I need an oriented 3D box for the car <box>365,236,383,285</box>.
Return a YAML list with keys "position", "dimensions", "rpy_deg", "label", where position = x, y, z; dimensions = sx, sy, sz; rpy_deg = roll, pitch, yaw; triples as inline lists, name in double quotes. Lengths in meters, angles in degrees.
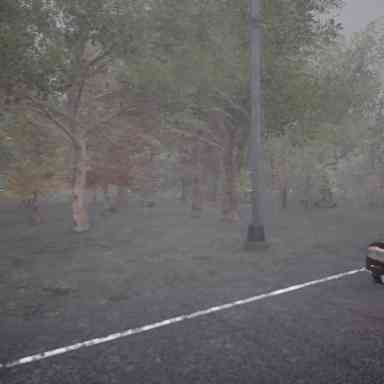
- position: [6.162, 1.451, 8.142]
  dimensions: [4.902, 1.511, 2.128]
  rpy_deg: [0, 0, -36]
  label: "car"
